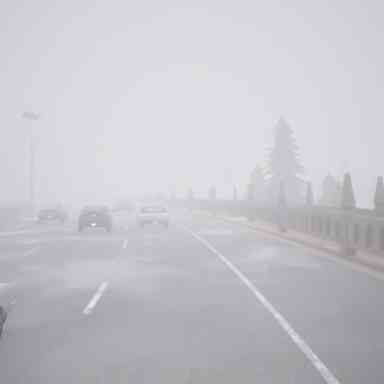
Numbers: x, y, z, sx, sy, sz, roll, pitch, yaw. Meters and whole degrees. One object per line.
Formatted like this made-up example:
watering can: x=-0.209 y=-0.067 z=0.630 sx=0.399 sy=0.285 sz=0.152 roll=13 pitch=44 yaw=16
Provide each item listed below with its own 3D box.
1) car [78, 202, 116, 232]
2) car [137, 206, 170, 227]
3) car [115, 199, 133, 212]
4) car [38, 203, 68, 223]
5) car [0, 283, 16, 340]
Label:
car: x=-5.881 y=1.548 z=20.637 sx=1.837 sy=1.490 sz=4.892 roll=0 pitch=0 yaw=-11
car: x=-2.809 y=1.632 z=23.060 sx=1.895 sy=1.301 sz=4.718 roll=0 pitch=0 yaw=-13
car: x=-8.399 y=1.600 z=40.058 sx=1.837 sy=1.490 sz=4.892 roll=0 pitch=0 yaw=-23
car: x=-10.866 y=1.607 z=26.161 sx=1.812 sy=1.442 sz=4.674 roll=0 pitch=0 yaw=-16
car: x=-3.597 y=1.616 z=3.048 sx=1.895 sy=1.301 sz=4.718 roll=0 pitch=0 yaw=-2
